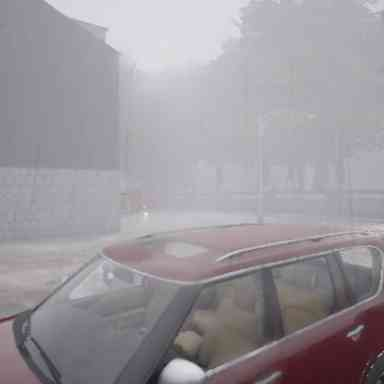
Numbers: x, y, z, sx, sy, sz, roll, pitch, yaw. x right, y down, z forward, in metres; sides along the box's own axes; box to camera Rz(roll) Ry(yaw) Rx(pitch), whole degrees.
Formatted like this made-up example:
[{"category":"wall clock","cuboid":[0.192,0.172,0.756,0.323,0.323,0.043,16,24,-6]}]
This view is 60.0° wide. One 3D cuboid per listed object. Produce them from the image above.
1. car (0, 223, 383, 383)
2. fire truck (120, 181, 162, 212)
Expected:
[{"category":"car","cuboid":[0.004,1.303,2.816,5.009,1.841,2.192,-1,0,-36]},{"category":"fire truck","cuboid":[-7.152,0.585,42.832,2.891,3.827,8.468,-1,0,-36]}]
